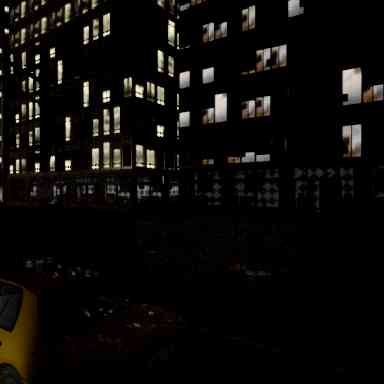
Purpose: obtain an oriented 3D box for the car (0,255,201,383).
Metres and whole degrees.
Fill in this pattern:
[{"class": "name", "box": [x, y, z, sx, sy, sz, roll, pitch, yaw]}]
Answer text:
[{"class": "car", "box": [-2.189, 1.525, 4.432, 4.829, 1.417, 1.752, 0, 0, 36]}]
